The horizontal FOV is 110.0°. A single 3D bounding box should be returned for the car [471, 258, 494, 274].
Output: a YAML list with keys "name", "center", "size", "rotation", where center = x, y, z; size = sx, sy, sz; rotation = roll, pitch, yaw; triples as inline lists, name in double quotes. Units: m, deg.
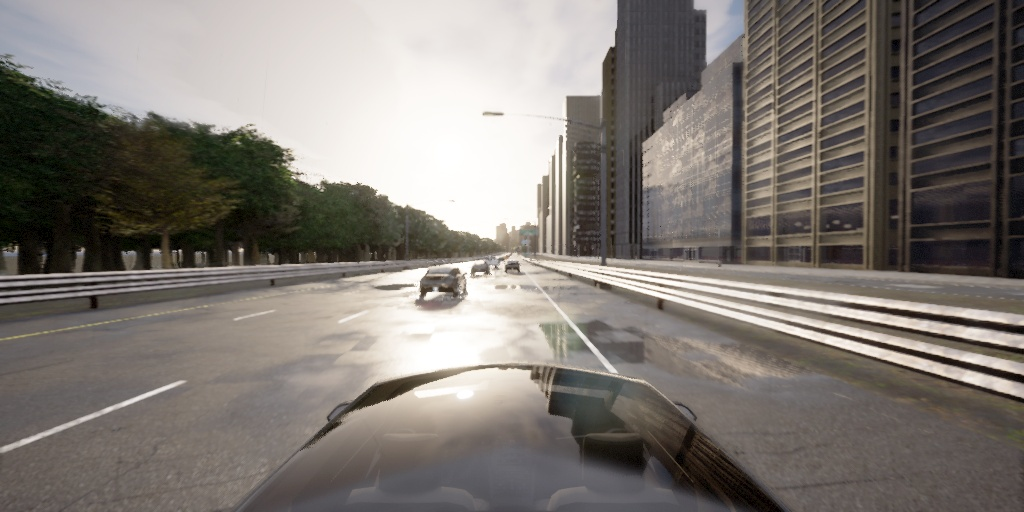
- name: "car"
  center: [-3.539, 1.275, 40.860]
  size: [2.128, 1.511, 4.902]
  rotation: [0, 0, 0]

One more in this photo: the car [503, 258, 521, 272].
- name: "car"
  center: [0.044, 1.294, 46.787]
  size: [1.837, 1.490, 4.892]
  rotation: [0, 0, 0]

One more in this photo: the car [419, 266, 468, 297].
- name: "car"
  center: [-3.497, 1.265, 18.864]
  size: [1.837, 1.490, 4.892]
  rotation: [0, 0, 0]

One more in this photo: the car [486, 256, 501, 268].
- name: "car"
  center: [-3.629, 1.035, 63.252]
  size: [2.150, 2.045, 5.566]
  rotation: [0, 0, 0]
